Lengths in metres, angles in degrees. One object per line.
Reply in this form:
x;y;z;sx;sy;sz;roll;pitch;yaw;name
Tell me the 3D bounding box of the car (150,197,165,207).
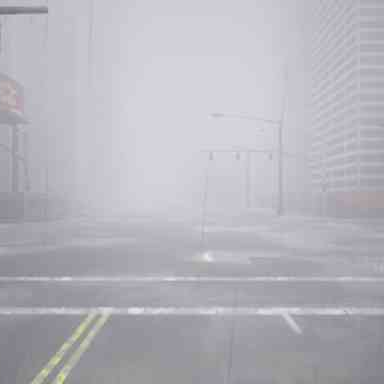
-6.907;1.971;69.522;2.150;2.045;5.566;0;-1;0;car
